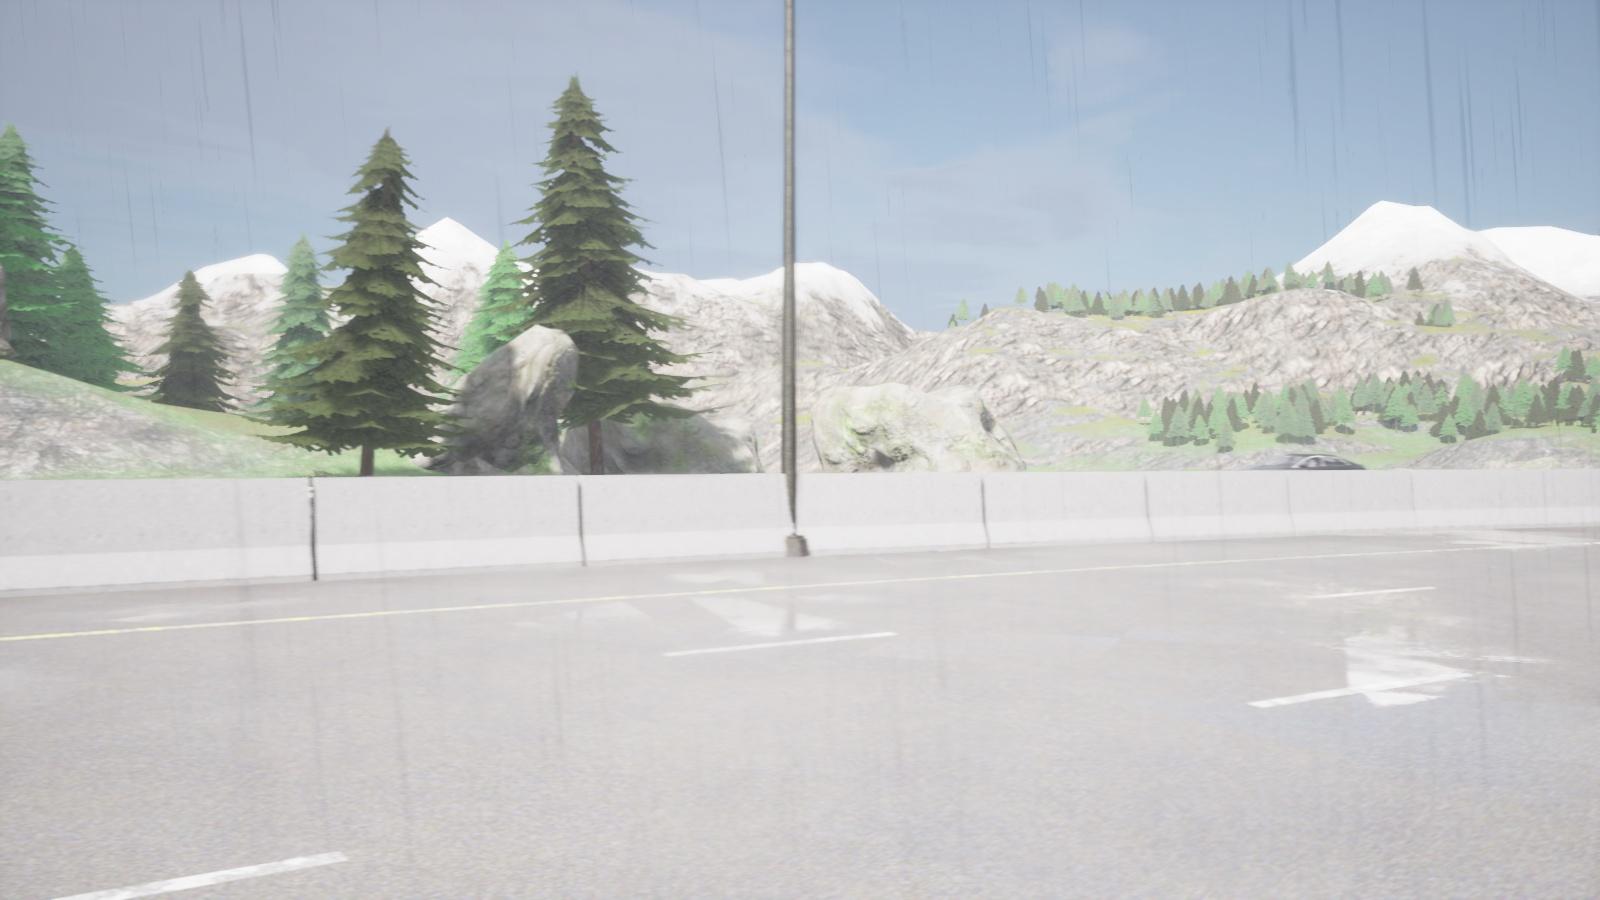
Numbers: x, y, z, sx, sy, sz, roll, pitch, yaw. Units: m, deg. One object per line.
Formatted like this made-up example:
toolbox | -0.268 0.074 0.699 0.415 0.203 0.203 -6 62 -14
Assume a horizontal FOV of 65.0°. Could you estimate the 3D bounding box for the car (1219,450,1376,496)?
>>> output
car | 17.251 0.767 43.590 4.902 1.511 2.128 0 0 -20
